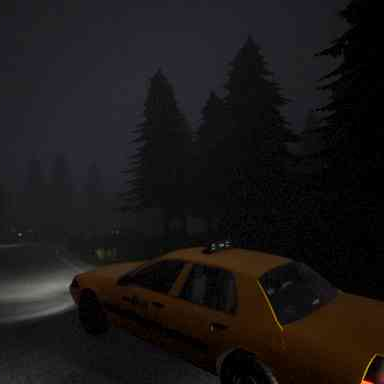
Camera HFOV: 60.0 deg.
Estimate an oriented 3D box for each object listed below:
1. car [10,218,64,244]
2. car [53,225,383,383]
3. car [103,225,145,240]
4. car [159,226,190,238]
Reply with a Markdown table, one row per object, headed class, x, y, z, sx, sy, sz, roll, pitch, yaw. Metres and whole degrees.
| class | x | y | z | sx | sy | sz | roll | pitch | yaw |
| --- | --- | --- | --- | --- | --- | --- | --- | --- | --- |
| car | -12.756 | 3.216 | 28.056 | 2.150 | 2.045 | 5.566 | -4 | -7 | 7 |
| car | 0.154 | 1.440 | 4.725 | 5.366 | 1.575 | 1.801 | 0 | 1 | 43 |
| car | -7.437 | 4.506 | 36.940 | 2.033 | 1.411 | 5.357 | -4 | -8 | 20 |
| car | -2.323 | 5.539 | 46.250 | 1.882 | 1.535 | 5.008 | -5 | -8 | 30 |
